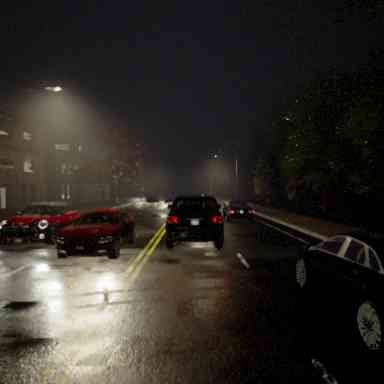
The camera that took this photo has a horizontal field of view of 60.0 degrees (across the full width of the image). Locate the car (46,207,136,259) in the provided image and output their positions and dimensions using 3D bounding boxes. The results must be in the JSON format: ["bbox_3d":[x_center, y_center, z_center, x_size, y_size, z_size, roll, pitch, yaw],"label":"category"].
[{"bbox_3d":[-3.350,1.392,12.431,1.882,1.535,5.008,0,0,0],"label":"car"}]

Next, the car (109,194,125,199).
[{"bbox_3d":[-20.694,1.198,91.207,4.313,1.339,1.947,-1,2,-1],"label":"car"}]

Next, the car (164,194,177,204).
[{"bbox_3d":[-3.436,1.103,54.604,1.882,1.535,5.008,0,1,0],"label":"car"}]

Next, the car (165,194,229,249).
[{"bbox_3d":[0.100,1.124,14.098,2.150,2.045,5.566,0,0,0],"label":"car"}]

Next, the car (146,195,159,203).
[{"bbox_3d":[-6.711,1.157,57.086,2.033,1.411,5.357,0,0,0],"label":"car"}]

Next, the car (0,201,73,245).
[{"bbox_3d":[-6.600,1.249,14.871,2.097,1.767,4.553,0,0,0],"label":"car"}]

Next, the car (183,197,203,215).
[{"bbox_3d":[0.100,1.283,32.282,1.837,1.490,4.892,0,0,0],"label":"car"}]

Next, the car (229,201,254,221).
[{"bbox_3d":[3.349,1.375,25.016,2.033,1.411,5.357,0,0,0],"label":"car"}]

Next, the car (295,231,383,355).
[{"bbox_3d":[3.349,1.449,5.986,2.128,1.511,4.902,0,0,0],"label":"car"}]
